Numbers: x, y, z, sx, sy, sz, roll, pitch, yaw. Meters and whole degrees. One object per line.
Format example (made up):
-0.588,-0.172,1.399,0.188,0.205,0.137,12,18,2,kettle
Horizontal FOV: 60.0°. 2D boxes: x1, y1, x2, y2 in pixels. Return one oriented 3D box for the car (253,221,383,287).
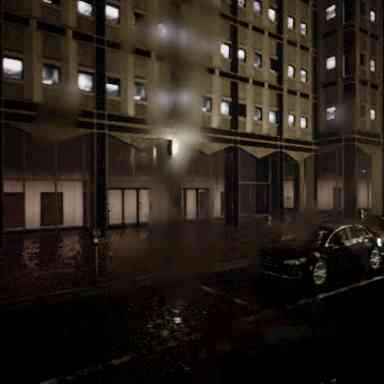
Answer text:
3.562,1.501,9.096,4.403,1.369,2.008,0,0,-35,car
